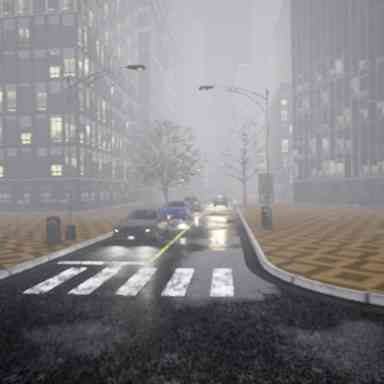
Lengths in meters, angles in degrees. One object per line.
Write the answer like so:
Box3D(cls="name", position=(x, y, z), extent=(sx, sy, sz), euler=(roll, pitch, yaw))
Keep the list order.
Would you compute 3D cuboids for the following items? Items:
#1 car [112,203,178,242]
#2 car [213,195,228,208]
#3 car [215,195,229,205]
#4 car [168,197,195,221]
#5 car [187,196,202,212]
Box3D(cls="car", position=(-2.293, 1.535, 16.732), extent=(2.033, 1.411, 5.357), euler=(-1, 0, 6))
Box3D(cls="car", position=(3.891, 1.308, 44.953), extent=(2.128, 1.511, 4.902), euler=(-1, 0, 6))
Box3D(cls="car", position=(5.016, 1.269, 55.309), extent=(2.128, 1.511, 4.902), euler=(-1, 0, 6))
Box3D(cls="car", position=(-1.206, 1.419, 26.667), extent=(1.882, 1.535, 5.008), euler=(-1, 0, 6))
Box3D(cls="car", position=(-0.115, 1.250, 36.704), extent=(2.097, 1.767, 4.553), euler=(-1, 0, 6))
